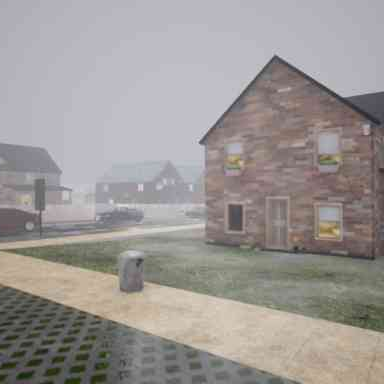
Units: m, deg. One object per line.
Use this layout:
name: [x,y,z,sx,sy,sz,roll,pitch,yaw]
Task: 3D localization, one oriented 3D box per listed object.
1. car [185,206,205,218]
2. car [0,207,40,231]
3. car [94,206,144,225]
car: [1.358,2.407,40.322,2.033,1.411,5.357,0,-2,35]
car: [-12.142,1.754,21.028,1.882,1.535,5.008,0,-2,34]
car: [-6.352,2.014,29.352,2.128,1.511,4.902,0,-2,35]
